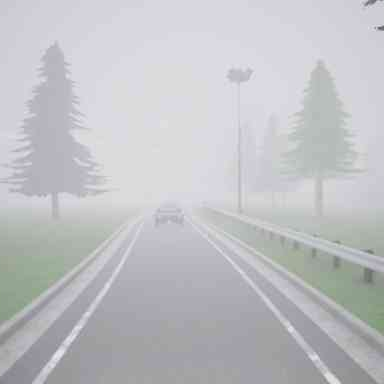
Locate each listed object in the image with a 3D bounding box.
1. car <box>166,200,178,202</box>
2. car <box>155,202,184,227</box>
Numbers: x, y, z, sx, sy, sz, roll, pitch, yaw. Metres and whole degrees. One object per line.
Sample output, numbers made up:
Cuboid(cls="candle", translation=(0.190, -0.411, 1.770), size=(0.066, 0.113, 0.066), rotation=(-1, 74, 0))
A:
Cuboid(cls="car", translation=(-2.595, 1.634, 43.500), size=(1.895, 1.301, 4.718), rotation=(0, 0, 0))
Cuboid(cls="car", translation=(-1.606, 1.619, 23.195), size=(1.895, 1.301, 4.718), rotation=(0, 0, -5))
